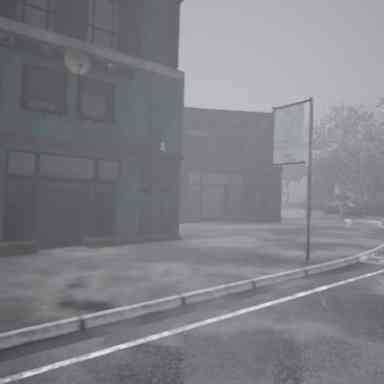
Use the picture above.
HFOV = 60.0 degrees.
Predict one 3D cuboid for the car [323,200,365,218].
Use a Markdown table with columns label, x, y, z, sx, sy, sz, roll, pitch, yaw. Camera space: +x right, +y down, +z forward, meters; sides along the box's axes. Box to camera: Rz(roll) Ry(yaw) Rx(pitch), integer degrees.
| label | x | y | z | sx | sy | sz | roll | pitch | yaw |
| --- | --- | --- | --- | --- | --- | --- | --- | --- | --- |
| car | 14.239 | 1.581 | 31.411 | 1.882 | 1.535 | 5.008 | 2 | 0 | -4 |
